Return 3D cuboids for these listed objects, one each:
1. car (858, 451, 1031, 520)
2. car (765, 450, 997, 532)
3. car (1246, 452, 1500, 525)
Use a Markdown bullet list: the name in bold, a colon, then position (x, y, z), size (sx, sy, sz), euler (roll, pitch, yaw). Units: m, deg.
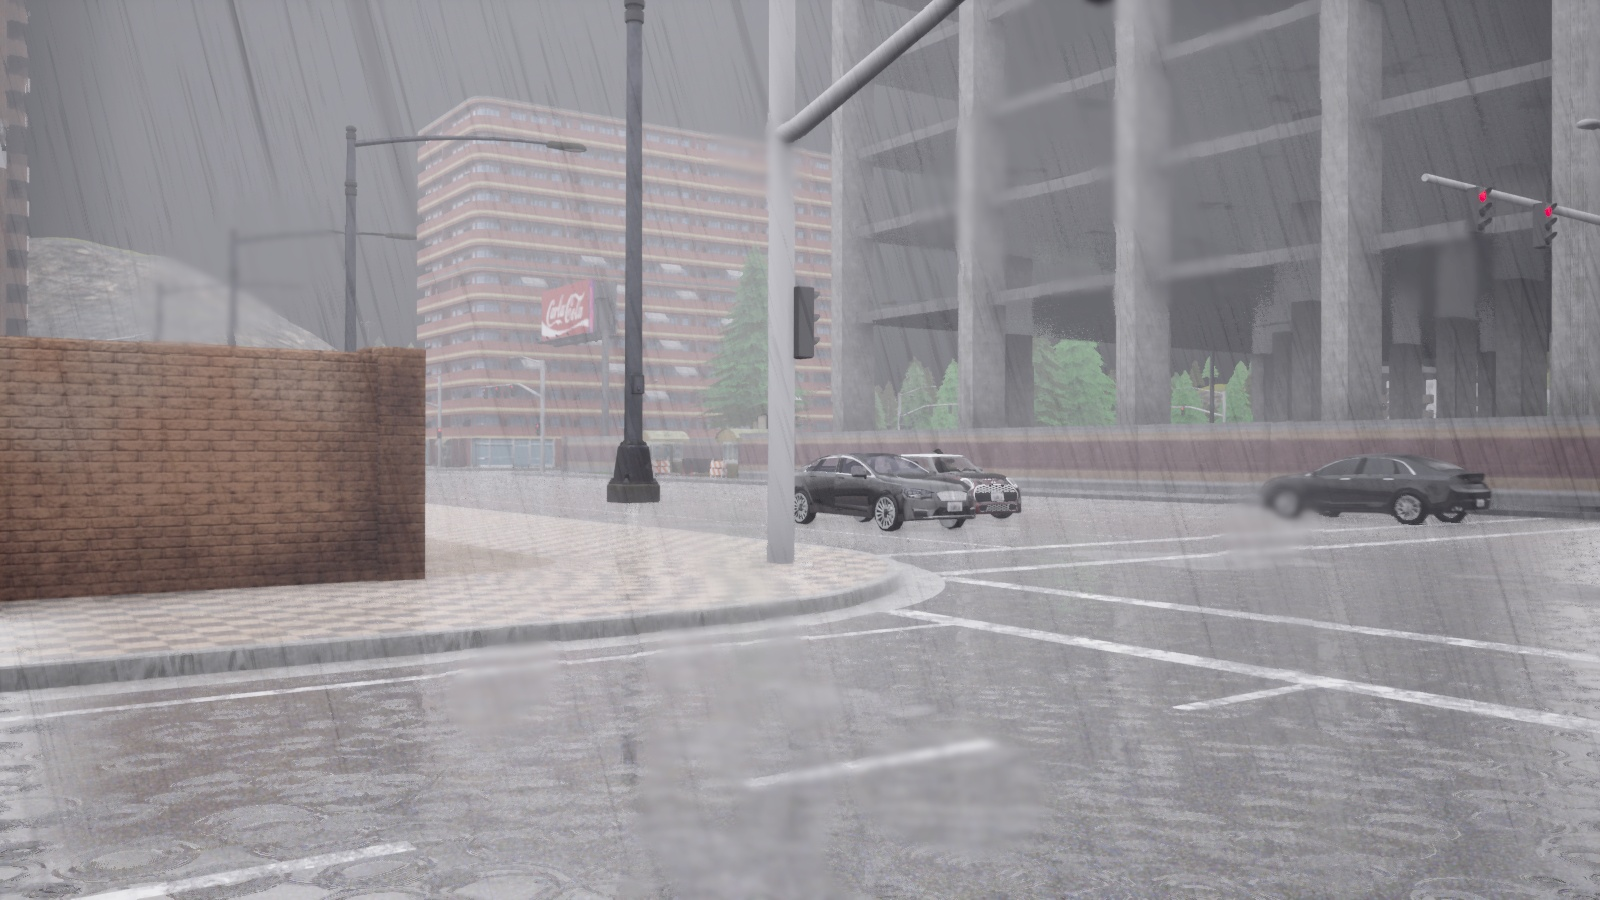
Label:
- **car**: position (3.293, 0.775, 29.197), size (1.970, 1.475, 3.806), euler (0, 0, -34)
- **car**: position (1.523, 0.760, 25.587), size (2.128, 1.511, 4.902), euler (0, 0, -34)
- **car**: position (12.625, 0.791, 28.002), size (1.837, 1.490, 4.892), euler (0, 0, -35)
